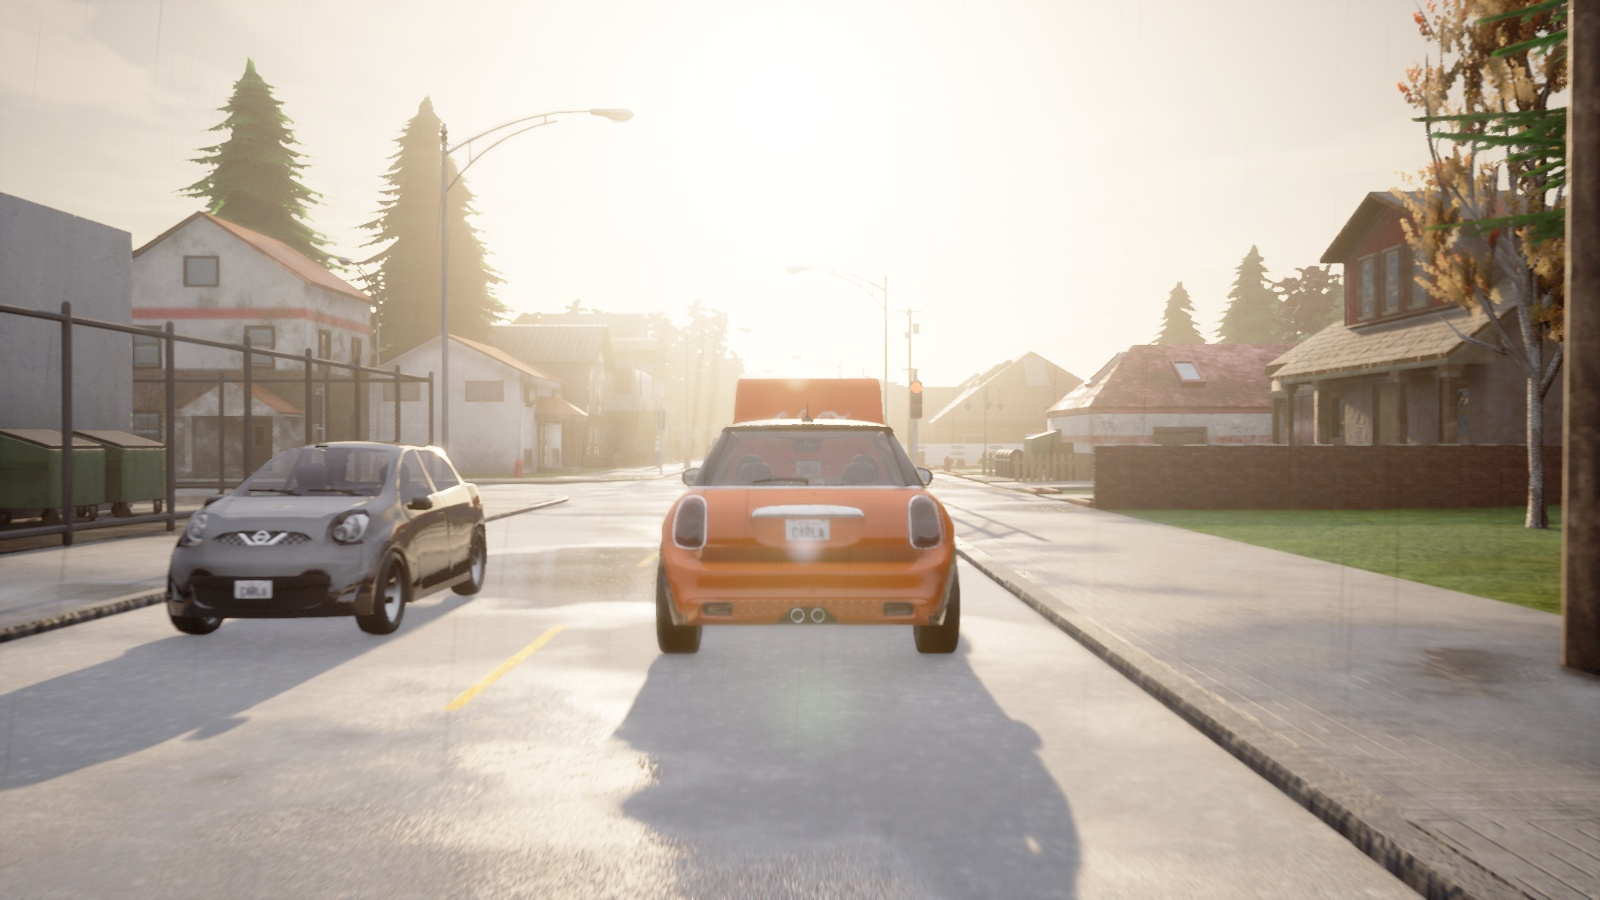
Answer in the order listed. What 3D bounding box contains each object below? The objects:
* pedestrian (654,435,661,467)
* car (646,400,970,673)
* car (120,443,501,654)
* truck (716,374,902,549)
[{"bbox_3d":[-7.980,0.053,70.319,0.354,1.836,0.706,0,0,-10],"label":"pedestrian"},{"bbox_3d":[0.061,0.546,10.411,2.097,1.767,4.553,0,0,0],"label":"car"},{"bbox_3d":[-3.938,0.696,10.803,1.845,1.501,3.633,0,0,0],"label":"car"},{"bbox_3d":[0.114,0.146,20.292,2.627,2.467,5.204,0,0,0],"label":"truck"}]
